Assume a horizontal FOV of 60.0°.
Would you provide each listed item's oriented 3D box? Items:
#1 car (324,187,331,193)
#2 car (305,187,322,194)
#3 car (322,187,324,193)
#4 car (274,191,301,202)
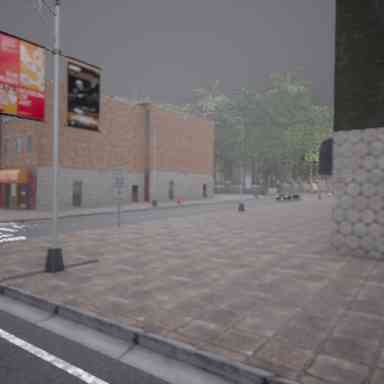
[{"bbox_3d":[28.571,-0.448,73.704,2.008,1.369,4.403,3,3,35],"label":"car"},{"bbox_3d":[24.402,-0.294,67.915,2.008,1.369,4.403,3,3,35],"label":"car"},{"bbox_3d":[25.530,-0.363,69.534,1.752,1.417,4.829,3,3,35],"label":"car"},{"bbox_3d":[12.060,0.490,41.512,1.895,1.301,4.718,1,2,37],"label":"car"}]
